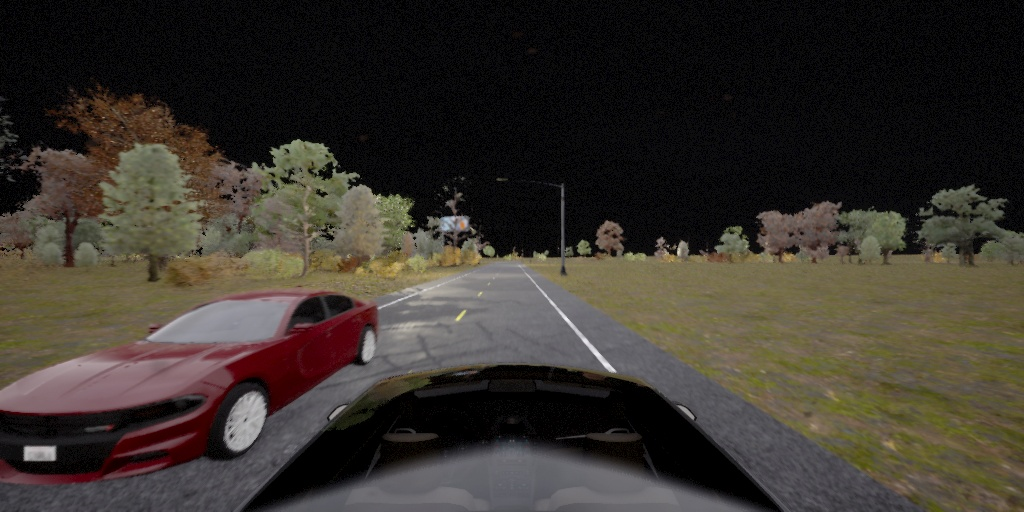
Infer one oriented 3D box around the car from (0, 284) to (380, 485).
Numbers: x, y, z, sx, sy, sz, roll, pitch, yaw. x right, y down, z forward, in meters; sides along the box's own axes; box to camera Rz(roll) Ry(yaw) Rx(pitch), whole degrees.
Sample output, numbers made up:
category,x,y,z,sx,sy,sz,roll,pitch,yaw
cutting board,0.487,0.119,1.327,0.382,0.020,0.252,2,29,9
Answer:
category,x,y,z,sx,sy,sz,roll,pitch,yaw
car,-3.595,1.242,5.232,1.882,1.535,5.008,0,0,0
